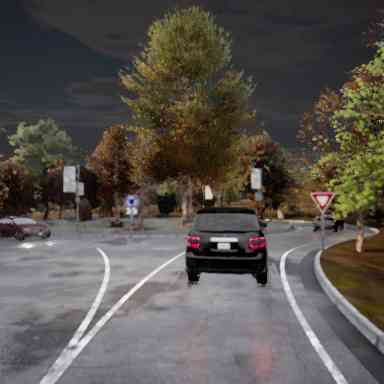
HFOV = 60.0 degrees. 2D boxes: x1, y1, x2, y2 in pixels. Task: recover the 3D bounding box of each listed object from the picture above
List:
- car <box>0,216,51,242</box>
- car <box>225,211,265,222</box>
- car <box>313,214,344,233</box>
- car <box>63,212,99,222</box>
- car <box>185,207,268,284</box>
[{"bbox_3d":[-11.075,2.293,21.284,4.674,1.442,1.812,-2,-3,32],"label":"car"},{"bbox_3d":[7.609,3.529,48.210,5.357,1.411,2.033,-2,-3,42],"label":"car"},{"bbox_3d":[11.646,2.577,28.310,2.128,1.511,4.902,-1,-3,32],"label":"car"},{"bbox_3d":[-15.592,3.430,46.709,1.895,1.301,4.718,-2,-2,42],"label":"car"},{"bbox_3d":[1.207,1.512,10.616,2.150,2.045,5.566,0,-3,9],"label":"car"}]
